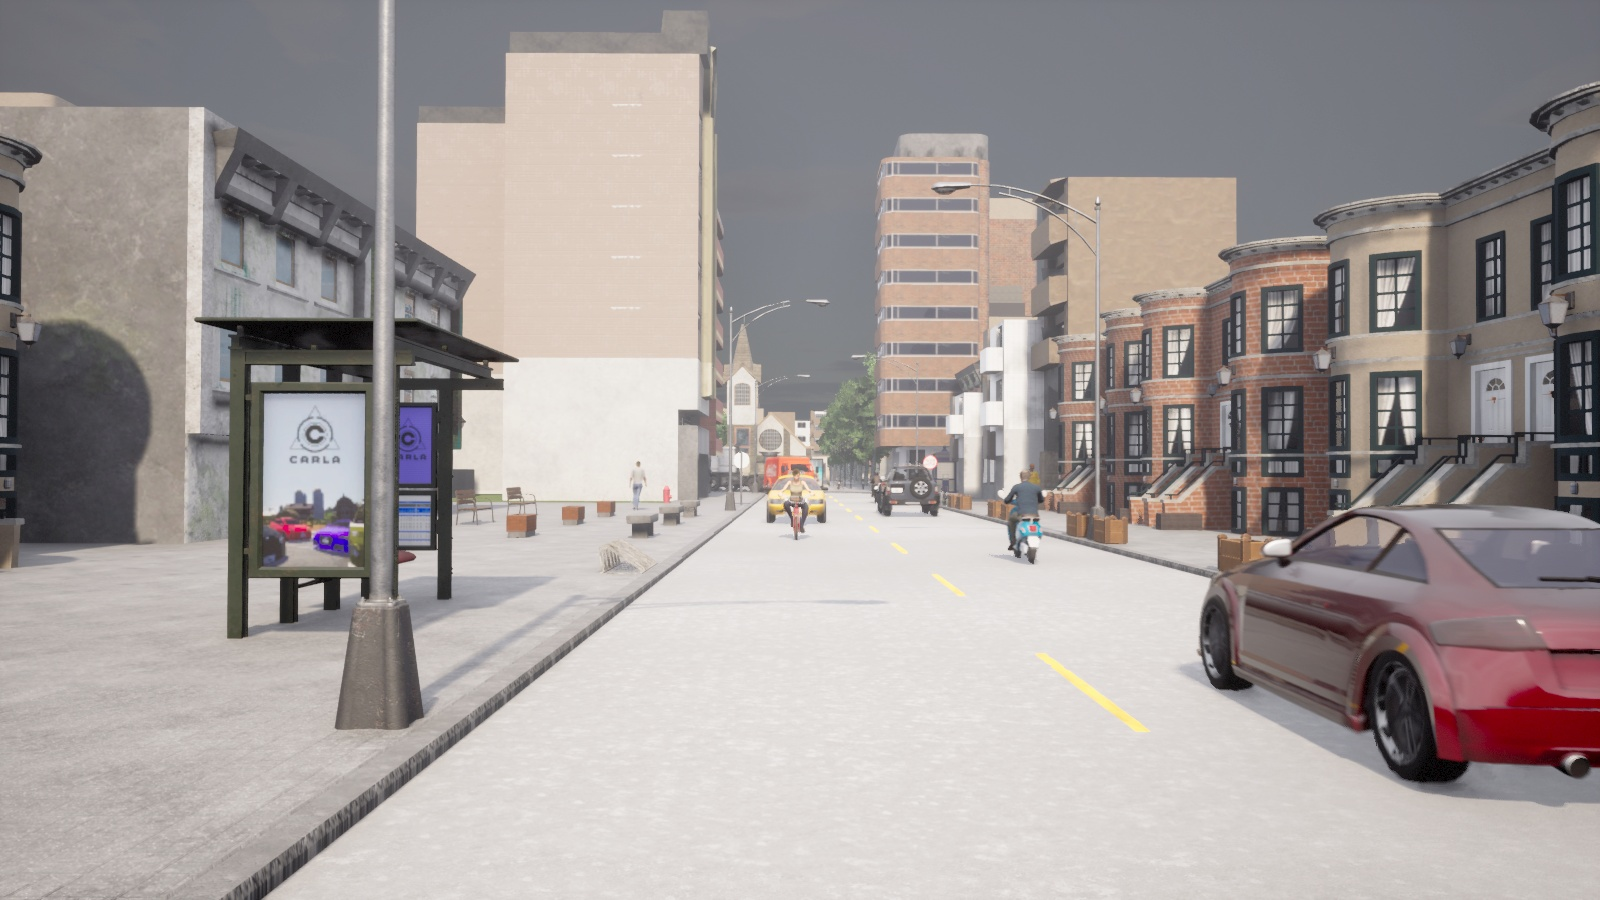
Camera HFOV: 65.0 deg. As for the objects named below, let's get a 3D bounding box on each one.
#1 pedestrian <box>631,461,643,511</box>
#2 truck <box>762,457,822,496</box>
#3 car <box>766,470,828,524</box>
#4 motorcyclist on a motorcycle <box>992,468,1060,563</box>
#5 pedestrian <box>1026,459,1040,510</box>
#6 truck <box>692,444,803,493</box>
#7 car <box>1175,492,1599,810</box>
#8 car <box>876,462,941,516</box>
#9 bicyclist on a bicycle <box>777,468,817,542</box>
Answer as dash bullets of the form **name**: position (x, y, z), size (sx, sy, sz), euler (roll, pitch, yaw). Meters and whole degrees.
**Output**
- **pedestrian**: position (-5.997, 1.323, 46.229), size (0.354, 1.836, 0.706), euler (0, -1, -3)
- **truck**: position (-0.567, 1.700, 81.847), size (2.627, 2.467, 5.204), euler (1, -1, -15)
- **car**: position (-0.100, 1.408, 39.054), size (1.801, 1.575, 5.366), euler (0, -1, 0)
- **motorcyclist on a motorcycle**: position (3.946, 1.122, 22.076), size (0.866, 1.590, 1.817), euler (0, -1, 0)
- **pedestrian**: position (8.443, 1.254, 45.578), size (0.370, 1.835, 0.726), euler (0, -1, 0)
- **truck**: position (-3.913, 1.396, 92.284), size (7.936, 3.462, 2.891), euler (-1, -1, 32)
- **car**: position (3.981, 0.995, 7.878), size (1.994, 1.385, 4.181), euler (0, -1, 0)
- **car**: position (3.873, 1.377, 45.431), size (1.932, 1.855, 4.605), euler (0, -1, 0)
- **bicyclist on a bicycle**: position (-0.074, 1.227, 28.389), size (0.866, 1.612, 1.509), euler (0, -1, 0)
